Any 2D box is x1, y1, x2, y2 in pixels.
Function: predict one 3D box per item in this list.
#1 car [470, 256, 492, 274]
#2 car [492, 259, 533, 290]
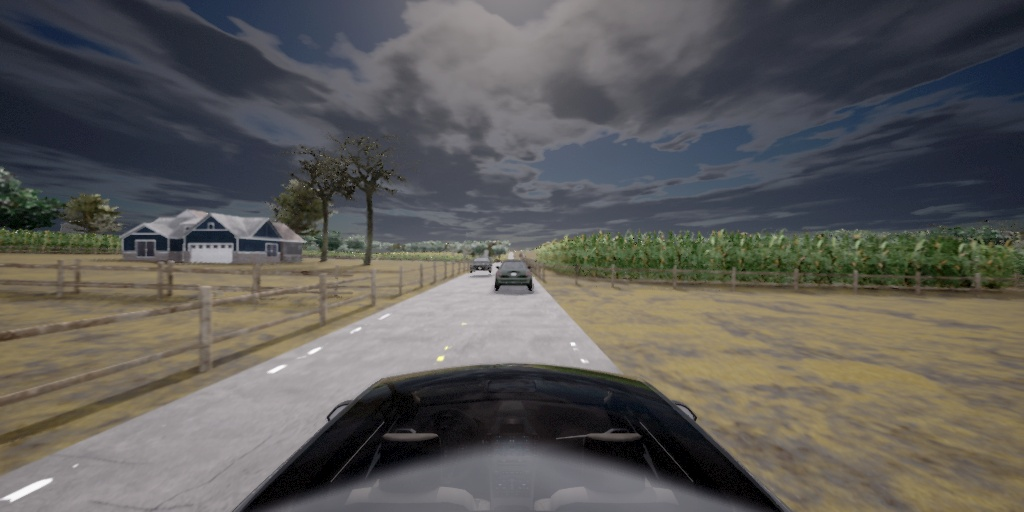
[{"bbox_3d":[-2.760,0.769,33.379,1.882,1.535,5.008,0,0,0],"label":"car"},{"bbox_3d":[0.093,1.000,21.458,2.097,1.767,4.553,0,0,0],"label":"car"}]
